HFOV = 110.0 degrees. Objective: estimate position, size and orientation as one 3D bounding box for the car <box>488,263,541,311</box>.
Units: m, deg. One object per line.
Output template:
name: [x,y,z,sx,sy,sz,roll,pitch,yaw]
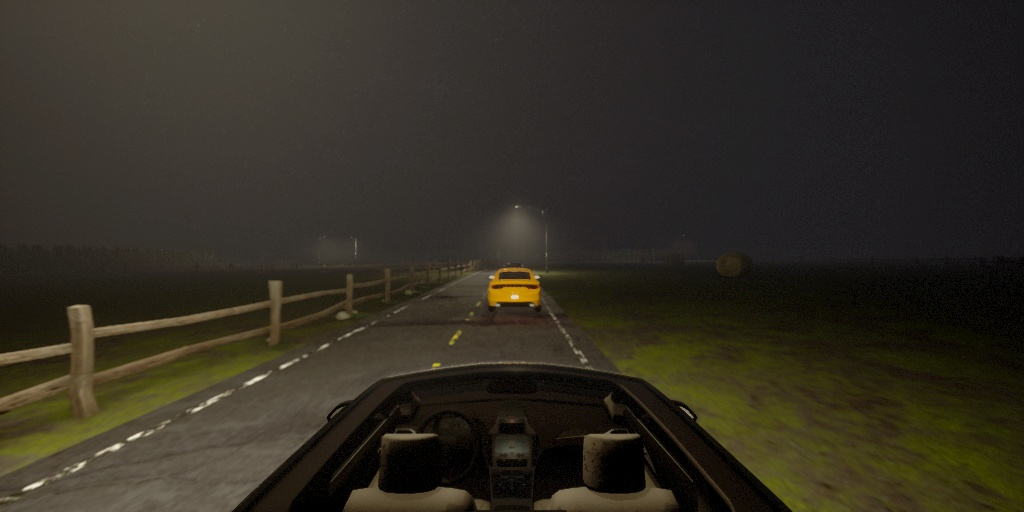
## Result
car: [0.096,1.219,14.504,1.882,1.535,5.008,0,0,0]
